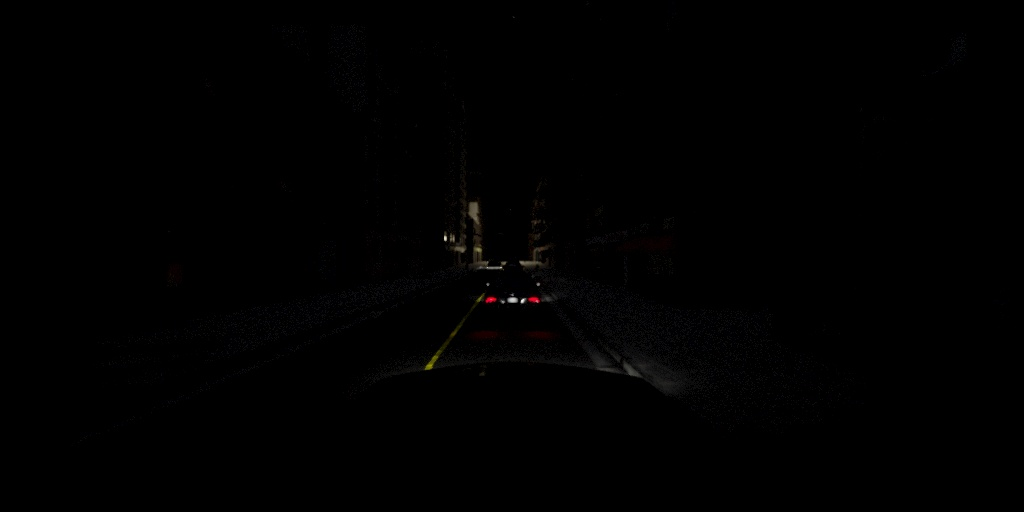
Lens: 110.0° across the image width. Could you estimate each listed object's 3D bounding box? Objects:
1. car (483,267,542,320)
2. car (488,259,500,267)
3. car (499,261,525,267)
[{"bbox_3d":[0.036,1.278,12.521,2.033,1.411,5.357,0,0,1],"label":"car"},{"bbox_3d":[-2.965,1.187,60.417,1.994,1.385,4.181,0,0,1],"label":"car"},{"bbox_3d":[0.090,1.217,30.401,1.812,1.442,4.674,0,0,1],"label":"car"}]
